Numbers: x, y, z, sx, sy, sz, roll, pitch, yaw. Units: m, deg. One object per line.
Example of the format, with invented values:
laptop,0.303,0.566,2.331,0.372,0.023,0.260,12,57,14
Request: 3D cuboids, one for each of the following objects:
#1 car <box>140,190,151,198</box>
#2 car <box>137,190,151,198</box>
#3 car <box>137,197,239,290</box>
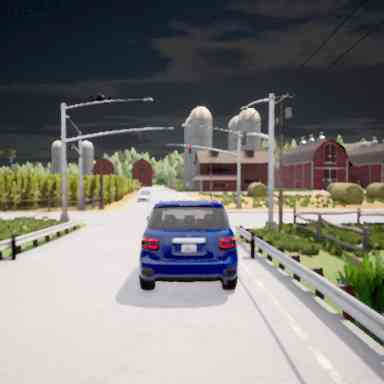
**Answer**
car,-8.931,0.279,64.174,1.994,1.385,4.181,0,2,-7
car,-6.953,0.727,48.291,1.812,1.442,4.674,0,2,-7
car,-0.109,1.230,9.157,2.150,2.045,5.566,0,-1,-1
